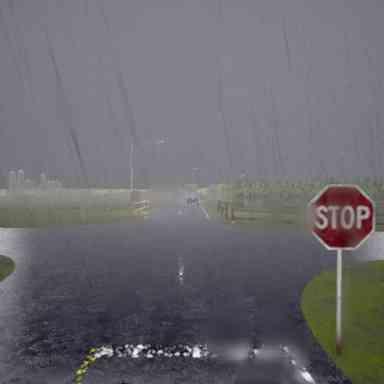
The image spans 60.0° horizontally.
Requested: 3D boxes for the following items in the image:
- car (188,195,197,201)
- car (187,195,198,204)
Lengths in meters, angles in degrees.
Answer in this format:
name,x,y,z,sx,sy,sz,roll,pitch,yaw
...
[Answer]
name,x,y,z,sx,sy,sz,roll,pitch,yaw
car,0.169,1.291,73.533,1.994,1.385,4.181,0,0,0
car,0.146,1.278,63.465,2.097,1.767,4.553,0,0,0
